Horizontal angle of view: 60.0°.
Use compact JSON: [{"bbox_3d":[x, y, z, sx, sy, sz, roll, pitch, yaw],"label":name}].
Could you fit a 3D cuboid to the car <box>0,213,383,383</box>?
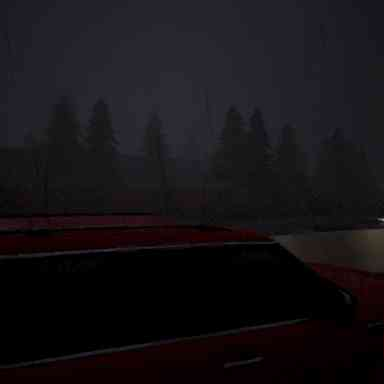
[{"bbox_3d":[-0.201,1.222,2.892,5.566,2.045,2.150,0,0,-24],"label":"car"}]
